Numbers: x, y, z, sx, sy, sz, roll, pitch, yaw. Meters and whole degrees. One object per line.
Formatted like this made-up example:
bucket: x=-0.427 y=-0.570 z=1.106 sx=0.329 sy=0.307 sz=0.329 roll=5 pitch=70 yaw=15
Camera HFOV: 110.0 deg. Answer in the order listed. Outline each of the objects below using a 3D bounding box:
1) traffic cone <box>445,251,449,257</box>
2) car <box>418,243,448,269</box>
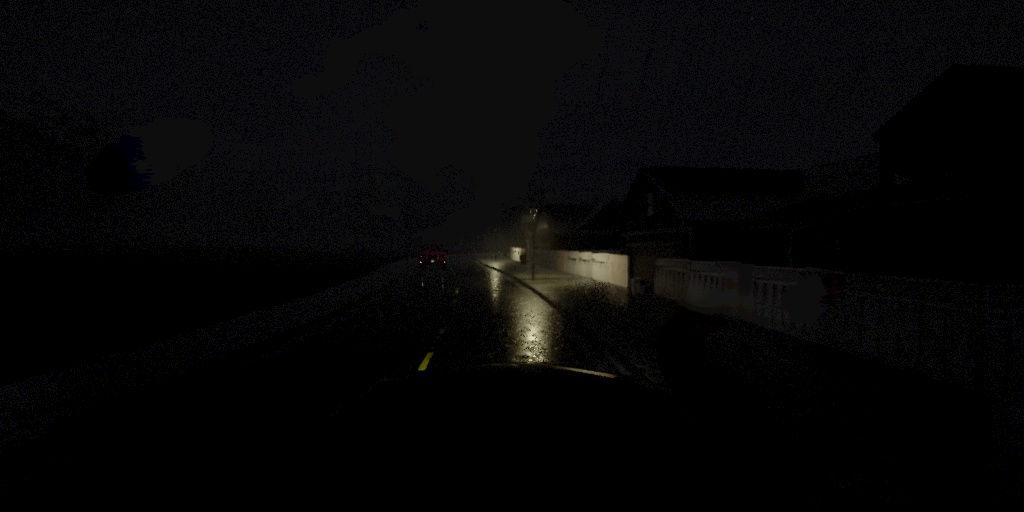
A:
traffic cone: x=-10.333 y=-0.182 z=57.711 sx=0.340 sy=0.580 sz=0.340 roll=0 pitch=0 yaw=2
car: x=-6.661 y=-0.056 z=30.269 sx=2.150 sy=2.045 sz=5.566 roll=0 pitch=2 yaw=-12
